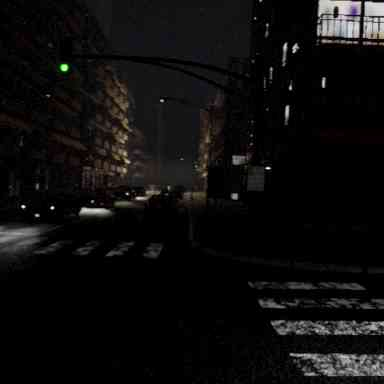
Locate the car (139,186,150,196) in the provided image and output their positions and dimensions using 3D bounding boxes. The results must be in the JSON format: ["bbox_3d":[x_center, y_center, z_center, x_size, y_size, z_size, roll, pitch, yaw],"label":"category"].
[{"bbox_3d":[-7.718,-0.077,47.985,1.837,1.490,4.892,3,1,0],"label":"car"}]

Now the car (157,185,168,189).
[{"bbox_3d":[-4.623,-0.231,60.971,2.033,1.411,5.357,3,1,0],"label":"car"}]

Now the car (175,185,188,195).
[{"bbox_3d":[-2.039,-0.466,65.568,2.192,1.841,5.009,3,1,0],"label":"car"}]

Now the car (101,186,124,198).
[{"bbox_3d":[-10.341,-0.014,43.406,1.947,1.339,4.313,3,1,0],"label":"car"}]

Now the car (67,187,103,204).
[{"bbox_3d":[-10.301,0.261,32.340,2.008,1.369,4.403,3,1,0],"label":"car"}]

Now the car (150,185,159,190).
[{"bbox_3d":[-10.525,-1.299,93.197,1.947,1.339,4.313,3,1,0],"label":"car"}]

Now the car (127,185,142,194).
[{"bbox_3d":[-10.402,-0.466,60.001,1.887,1.381,4.507,3,1,0],"label":"car"}]

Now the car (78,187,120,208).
[{"bbox_3d":[-7.691,0.509,27.775,1.994,1.385,4.181,3,1,0],"label":"car"}]

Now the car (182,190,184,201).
[{"bbox_3d":[-1.907,0.777,26.848,2.008,1.369,4.403,3,1,0],"label":"car"}]

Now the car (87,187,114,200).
[{"bbox_3d":[-10.322,0.147,37.874,1.802,1.307,4.206,3,1,0],"label":"car"}]

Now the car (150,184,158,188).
[{"bbox_3d":[-10.505,-1.172,87.664,2.008,1.369,4.403,3,1,0],"label":"car"}]

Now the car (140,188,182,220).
[{"bbox_3d":[-1.882,0.812,21.313,1.967,1.590,4.097,3,1,0],"label":"car"}]

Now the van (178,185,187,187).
[{"bbox_3d":[-1.999,-0.154,54.504,1.690,1.788,3.998,3,1,0],"label":"van"}]

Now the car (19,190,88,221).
[{"bbox_3d":[-7.665,0.785,18.660,1.895,1.301,4.718,3,2,0],"label":"car"}]

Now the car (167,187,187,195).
[{"bbox_3d":[-1.970,0.374,43.446,1.802,1.307,4.206,3,1,0],"label":"car"}]

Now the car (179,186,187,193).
[{"bbox_3d":[-2.112,-0.665,82.171,1.887,1.381,4.507,3,1,0],"label":"car"}]

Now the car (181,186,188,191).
[{"bbox_3d":[-2.154,-0.927,93.237,1.947,1.339,4.313,3,1,0],"label":"car"}]

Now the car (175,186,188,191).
[{"bbox_3d":[-1.990,0.230,48.978,1.802,1.307,4.206,3,1,0],"label":"car"}]

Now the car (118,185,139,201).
[{"bbox_3d":[-7.716,0.035,37.765,2.097,1.767,4.553,3,1,0],"label":"car"}]
